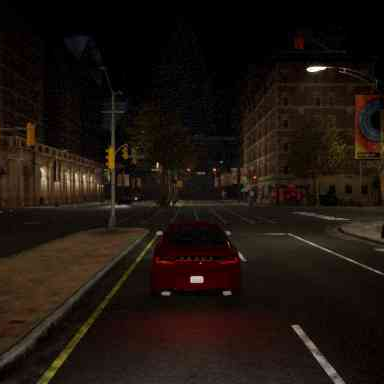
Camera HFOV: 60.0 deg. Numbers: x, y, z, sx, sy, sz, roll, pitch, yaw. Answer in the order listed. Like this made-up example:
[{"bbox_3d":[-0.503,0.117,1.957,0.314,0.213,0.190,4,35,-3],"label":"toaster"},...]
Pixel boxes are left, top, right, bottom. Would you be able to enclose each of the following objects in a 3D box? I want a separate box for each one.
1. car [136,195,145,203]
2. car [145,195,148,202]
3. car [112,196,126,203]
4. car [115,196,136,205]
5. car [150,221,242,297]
[{"bbox_3d":[-11.737,1.540,68.806,2.033,1.411,5.357,0,0,0],"label":"car"},{"bbox_3d":[-11.773,1.477,79.285,1.882,1.535,5.008,0,0,0],"label":"car"},{"bbox_3d":[-14.986,1.594,68.860,1.895,1.301,4.718,0,0,0],"label":"car"},{"bbox_3d":[-11.759,1.601,58.732,1.895,1.301,4.718,0,0,0],"label":"car"},{"bbox_3d":[0.053,1.478,8.660,1.882,1.535,5.008,0,0,-1],"label":"car"}]
